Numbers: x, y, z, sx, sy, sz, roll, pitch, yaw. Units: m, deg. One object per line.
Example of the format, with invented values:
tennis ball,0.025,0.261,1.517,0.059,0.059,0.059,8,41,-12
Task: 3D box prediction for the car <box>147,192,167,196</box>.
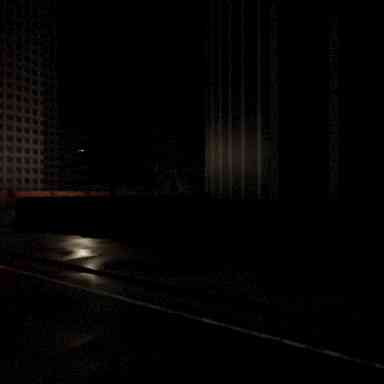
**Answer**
car,-6.214,1.014,54.307,2.150,2.045,5.566,0,0,35
